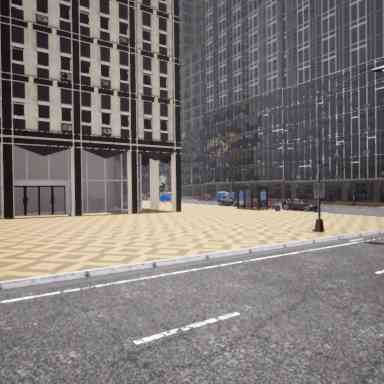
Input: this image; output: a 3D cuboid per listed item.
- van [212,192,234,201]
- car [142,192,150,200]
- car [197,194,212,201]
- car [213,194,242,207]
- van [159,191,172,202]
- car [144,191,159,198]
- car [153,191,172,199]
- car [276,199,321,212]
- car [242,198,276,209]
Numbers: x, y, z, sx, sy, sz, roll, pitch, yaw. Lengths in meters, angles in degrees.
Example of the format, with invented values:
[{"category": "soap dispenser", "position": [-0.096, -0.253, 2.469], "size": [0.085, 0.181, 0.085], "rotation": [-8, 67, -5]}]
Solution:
[{"category": "van", "position": [5.865, 0.855, 59.328], "size": [1.690, 1.788, 3.998], "rotation": [0, 1, -34]}, {"category": "car", "position": [-10.664, 1.040, 68.700], "size": [2.008, 1.369, 4.403], "rotation": [0, 1, -34]}, {"category": "car", "position": [2.664, 1.043, 64.027], "size": [1.802, 1.307, 4.206], "rotation": [0, 1, -34]}, {"category": "car", "position": [5.300, 1.319, 45.192], "size": [1.947, 1.339, 4.313], "rotation": [0, 1, -34]}, {"category": "van", "position": [-4.260, 0.937, 59.305], "size": [1.690, 1.788, 3.998], "rotation": [0, 1, -34]}, {"category": "car", "position": [-10.143, 0.686, 82.809], "size": [1.967, 1.590, 4.097], "rotation": [0, 1, -34]}, {"category": "car", "position": [-6.941, 0.615, 78.112], "size": [2.192, 1.841, 5.009], "rotation": [0, 1, -34]}, {"category": "car", "position": [11.642, 1.424, 35.755], "size": [1.947, 1.339, 4.313], "rotation": [0, 1, -34]}, {"category": "car", "position": [8.454, 1.388, 40.463], "size": [1.802, 1.307, 4.206], "rotation": [0, 1, -34]}]
